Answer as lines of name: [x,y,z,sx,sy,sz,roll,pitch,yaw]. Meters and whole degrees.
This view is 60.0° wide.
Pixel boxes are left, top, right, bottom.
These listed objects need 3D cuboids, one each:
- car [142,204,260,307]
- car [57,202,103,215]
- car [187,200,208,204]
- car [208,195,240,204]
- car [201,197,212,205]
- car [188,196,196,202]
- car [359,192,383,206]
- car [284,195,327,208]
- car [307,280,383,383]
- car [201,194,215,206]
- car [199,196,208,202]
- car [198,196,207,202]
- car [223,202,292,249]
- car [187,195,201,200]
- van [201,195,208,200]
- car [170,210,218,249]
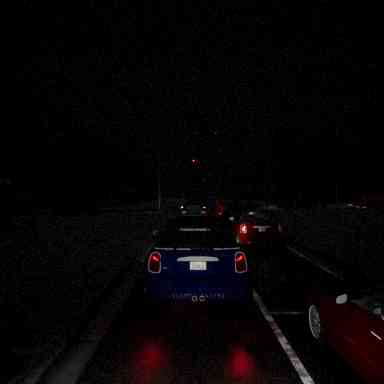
car: [0.070,1.352,8.130,2.097,1.767,4.553,0,0,-1]
car: [-12.458,1.826,36.926,4.902,1.511,2.128,-2,1,1]
car: [0.105,1.572,25.477,1.994,1.385,4.181,0,0,-1]
car: [2.628,1.323,25.186,2.192,1.841,5.009,-1,0,0]
car: [2.635,1.645,62.359,1.802,1.307,4.206,-1,0,0]
car: [0.010,1.635,81.245,1.812,1.442,4.674,0,0,0]
car: [22.527,0.764,39.884,4.553,1.767,2.097,-1,1,0]
car: [13.575,1.132,39.883,4.892,1.490,1.837,-1,1,0]
car: [2.629,1.581,3.576,1.802,1.307,4.206,-1,0,0]
car: [2.631,1.366,56.953,2.192,1.841,5.009,-1,0,0]
car: [2.636,1.654,78.579,2.008,1.369,4.403,-1,0,0]
car: [2.637,1.664,83.985,1.887,1.381,4.507,-1,0,0]
car: [2.629,1.441,14.381,1.967,1.590,4.097,-1,0,0]
car: [0.116,1.542,56.796,2.128,1.511,4.902,0,0,0]
van: [2.631,1.382,51.547,1.690,1.788,3.998,-1,0,0]
car: [0.096,1.603,15.465,1.895,1.301,4.718,0,0,0]
